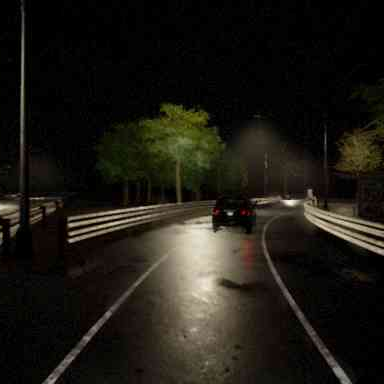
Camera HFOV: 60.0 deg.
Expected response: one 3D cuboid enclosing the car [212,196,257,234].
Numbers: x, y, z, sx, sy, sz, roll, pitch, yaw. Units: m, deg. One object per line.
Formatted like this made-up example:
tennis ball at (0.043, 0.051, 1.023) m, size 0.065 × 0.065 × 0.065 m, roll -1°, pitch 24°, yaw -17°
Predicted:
car at (2.611, 1.228, 19.837) m, size 2.150 × 2.045 × 5.566 m, roll 0°, pitch 0°, yaw 14°
